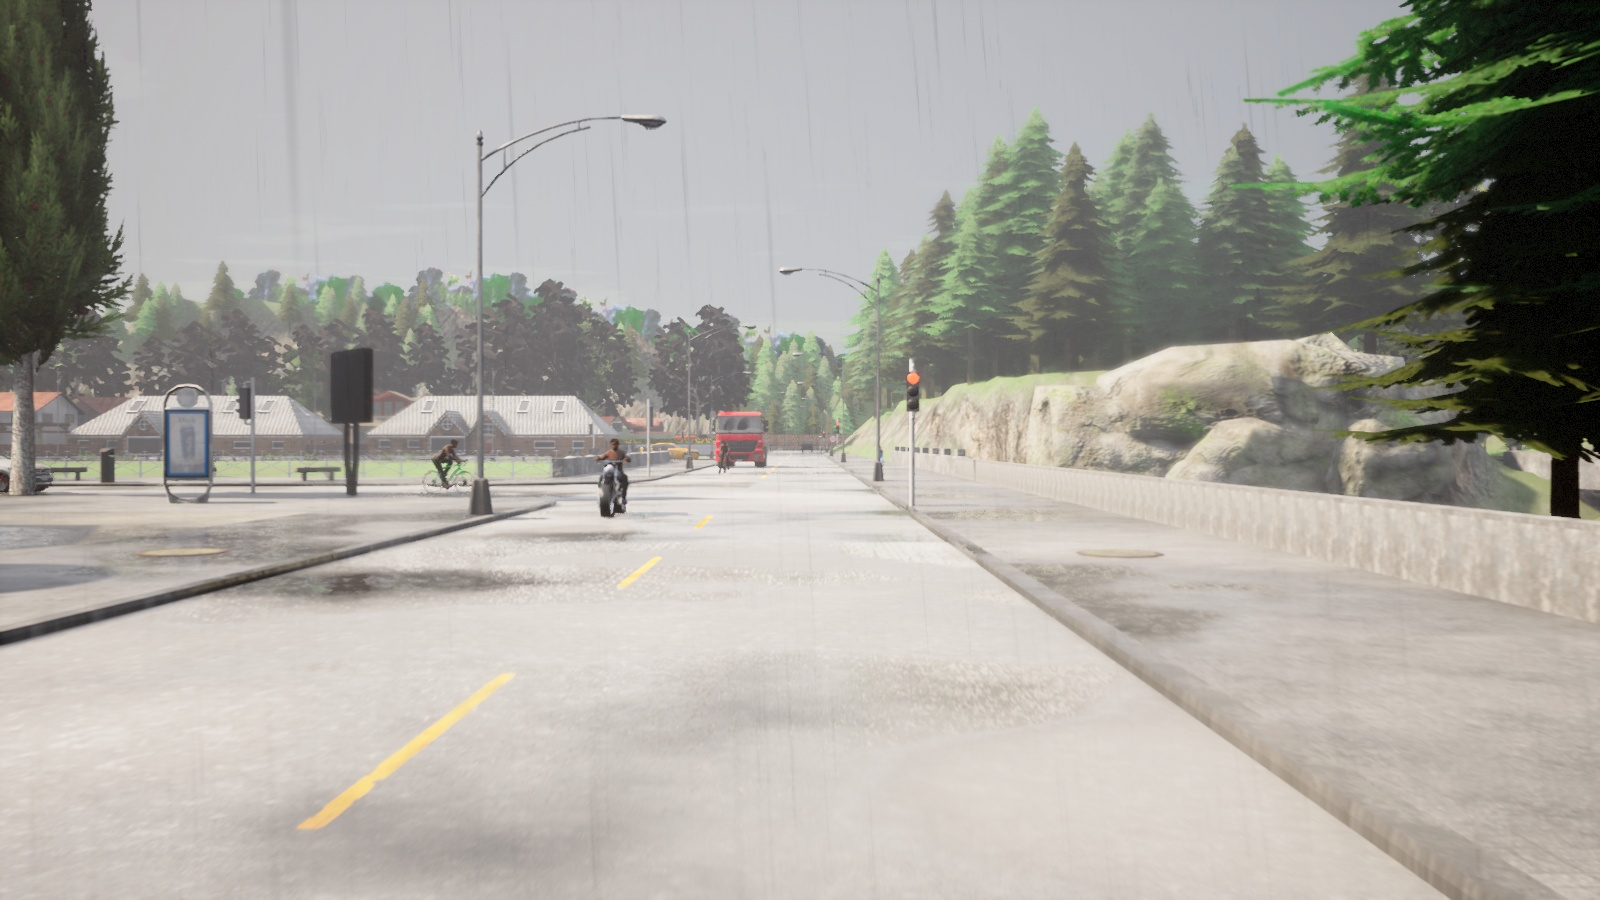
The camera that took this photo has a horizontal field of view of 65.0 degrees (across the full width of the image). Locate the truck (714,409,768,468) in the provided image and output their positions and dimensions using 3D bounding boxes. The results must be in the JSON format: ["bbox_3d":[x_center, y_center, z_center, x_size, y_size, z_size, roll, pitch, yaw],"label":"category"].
[{"bbox_3d":[-3.530,-0.675,77.451,2.891,3.462,7.936,0,0,1],"label":"truck"}]

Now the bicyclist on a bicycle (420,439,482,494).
[{"bbox_3d":[-10.329,0.480,37.200,1.656,1.620,0.582,0,1,7],"label":"bicyclist on a bicycle"}]

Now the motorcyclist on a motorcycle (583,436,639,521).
[{"bbox_3d":[-3.814,0.550,25.543,0.766,1.649,2.350,0,0,0],"label":"motorcyclist on a motorcycle"}]

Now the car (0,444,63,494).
[{"bbox_3d":[-24.832,0.541,37.438,4.674,1.442,1.812,0,0,0],"label":"car"}]
